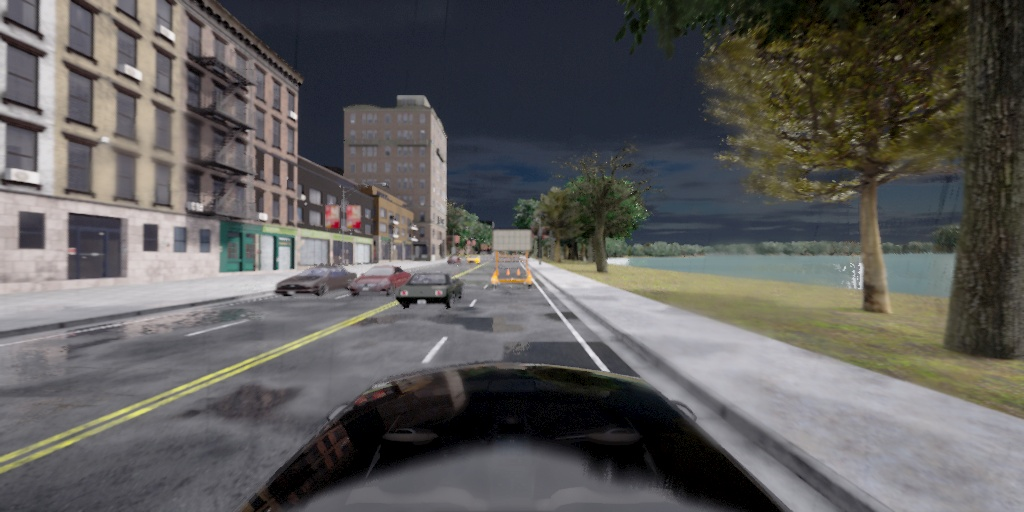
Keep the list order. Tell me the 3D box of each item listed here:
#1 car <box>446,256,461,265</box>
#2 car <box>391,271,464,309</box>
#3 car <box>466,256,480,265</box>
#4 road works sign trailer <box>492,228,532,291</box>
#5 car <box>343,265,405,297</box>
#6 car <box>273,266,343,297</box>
[{"bbox_3d":[-9.769,0.716,60.711,1.812,1.442,4.674,0,1,1],"label":"car"},{"bbox_3d":[-3.147,1.320,14.769,1.895,1.301,4.718,0,0,0],"label":"car"},{"bbox_3d":[-6.524,0.668,60.732,1.882,1.535,5.008,0,1,1],"label":"car"},{"bbox_3d":[0.003,0.130,21.371,2.380,3.560,2.880,0,0,0],"label":"road works sign trailer"},{"bbox_3d":[-6.594,1.215,18.498,1.812,1.442,4.674,0,1,0],"label":"car"},{"bbox_3d":[-9.846,1.235,18.663,2.033,1.411,5.357,0,0,0],"label":"car"}]
